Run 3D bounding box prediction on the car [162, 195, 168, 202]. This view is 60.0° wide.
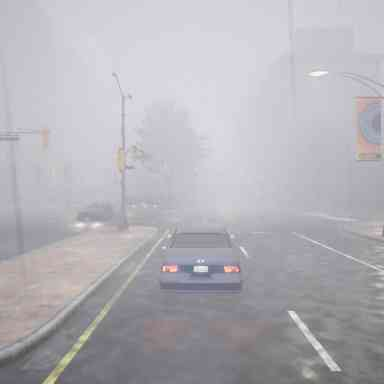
[{"bbox_3d":[-6.707,1.355,69.320,2.097,1.767,4.553,0,0,1],"label":"car"}]

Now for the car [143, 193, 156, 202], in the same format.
[{"bbox_3d":[-10.029,1.225,78.779,2.150,2.045,5.566,0,0,1],"label":"car"}]

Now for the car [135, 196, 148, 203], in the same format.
[{"bbox_3d":[-10.238,1.504,68.092,1.837,1.490,4.892,0,0,1],"label":"car"}]

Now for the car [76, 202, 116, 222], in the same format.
[{"bbox_3d":[-7.607,1.547,26.903,2.033,1.411,5.357,0,0,1],"label":"car"}]

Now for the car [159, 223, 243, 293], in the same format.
[{"bbox_3d":[0.232,1.547,8.987,2.033,1.411,5.357,0,0,1],"label":"car"}]

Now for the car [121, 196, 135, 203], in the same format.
[{"bbox_3d":[-13.447,1.595,69.884,1.895,1.301,4.718,0,0,1],"label":"car"}]

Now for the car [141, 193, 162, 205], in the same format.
[{"bbox_3d":[-7.001,1.352,58.041,2.097,1.767,4.553,0,0,1],"label":"car"}]

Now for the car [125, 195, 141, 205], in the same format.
[{"bbox_3d":[-10.500,1.352,57.919,2.097,1.767,4.553,0,0,1],"label":"car"}]
